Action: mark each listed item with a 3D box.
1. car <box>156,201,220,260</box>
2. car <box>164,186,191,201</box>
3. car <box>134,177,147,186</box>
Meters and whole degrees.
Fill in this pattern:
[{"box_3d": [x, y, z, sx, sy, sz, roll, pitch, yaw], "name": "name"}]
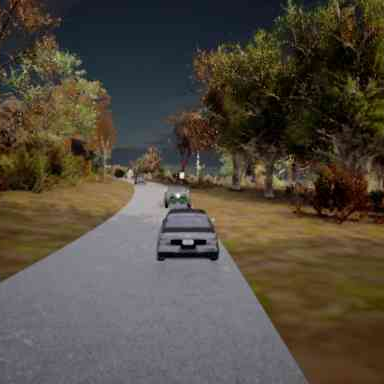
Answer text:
[{"box_3d": [-0.163, 1.256, 11.112, 2.033, 1.411, 5.357, 0, 2, -1], "name": "car"}, {"box_3d": [-1.297, 0.238, 28.168, 2.097, 1.767, 4.553, 1, 3, -6], "name": "car"}, {"box_3d": [-9.112, -1.906, 58.675, 1.994, 1.385, 4.181, 1, 4, -12], "name": "car"}]
